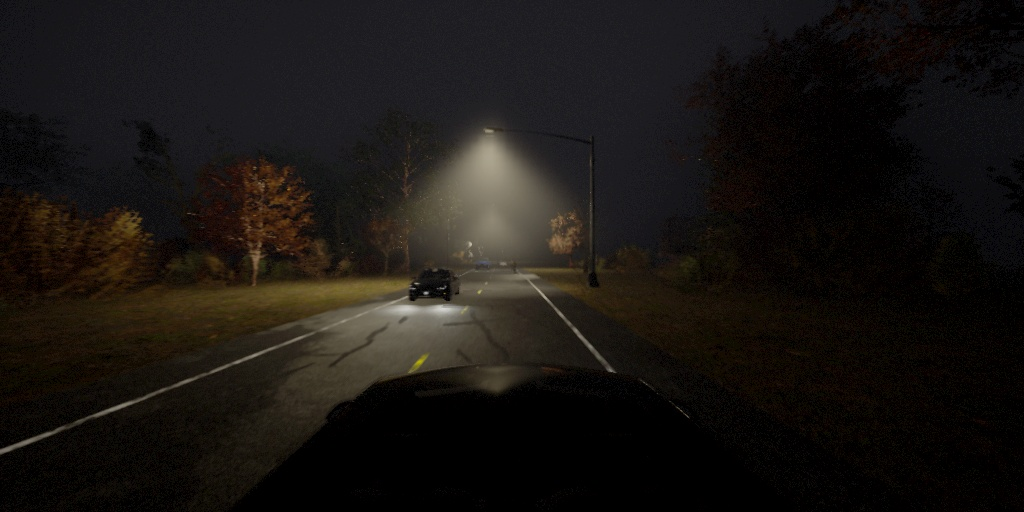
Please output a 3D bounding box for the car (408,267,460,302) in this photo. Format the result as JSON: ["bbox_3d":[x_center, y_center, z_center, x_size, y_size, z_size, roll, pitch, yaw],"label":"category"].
[{"bbox_3d":[-3.697,1.334,17.735,1.837,1.490,4.892,0,0,-1],"label":"car"}]

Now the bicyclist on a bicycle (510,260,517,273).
[{"bbox_3d":[0.336,1.394,43.298,0.582,1.620,1.656,0,-1,-2],"label":"bicyclist on a bicycle"}]

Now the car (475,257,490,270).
[{"bbox_3d":[-4.673,1.235,57.775,2.150,2.045,5.566,0,0,-2],"label":"car"}]
